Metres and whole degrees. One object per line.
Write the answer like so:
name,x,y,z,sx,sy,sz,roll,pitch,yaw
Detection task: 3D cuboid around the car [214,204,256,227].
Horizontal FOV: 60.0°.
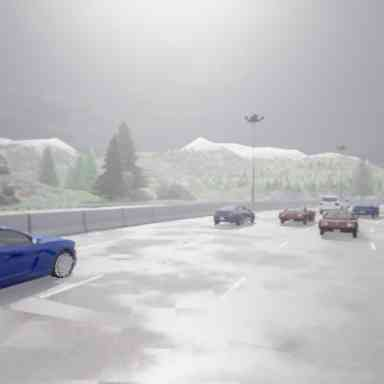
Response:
car,3.086,1.585,23.693,1.812,1.442,4.674,1,0,28

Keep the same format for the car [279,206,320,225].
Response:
car,8.196,1.725,25.522,1.895,1.301,4.718,1,0,30

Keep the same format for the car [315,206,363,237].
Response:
car,8.551,1.722,19.091,1.895,1.301,4.718,1,0,28

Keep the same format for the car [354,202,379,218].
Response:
car,17.477,1.723,33.320,1.882,1.535,5.008,1,0,35

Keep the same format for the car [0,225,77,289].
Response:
car,-4.687,1.425,7.304,1.882,1.535,5.008,1,0,21

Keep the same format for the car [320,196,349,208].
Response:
car,15.910,1.454,37.088,2.150,2.045,5.566,1,0,36
